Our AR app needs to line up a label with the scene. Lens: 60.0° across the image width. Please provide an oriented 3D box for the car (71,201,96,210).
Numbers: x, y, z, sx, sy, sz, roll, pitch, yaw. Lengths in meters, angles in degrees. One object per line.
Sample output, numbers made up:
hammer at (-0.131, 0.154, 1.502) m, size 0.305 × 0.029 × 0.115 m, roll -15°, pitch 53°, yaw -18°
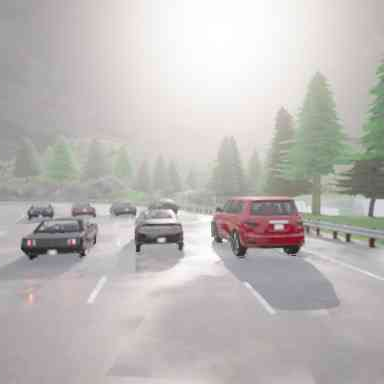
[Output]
car at (-10.078, 1.547, 30.751) m, size 1.994 × 1.385 × 4.181 m, roll 0°, pitch 0°, yaw -23°

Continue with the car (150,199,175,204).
car at (-2.758, 1.433, 31.314) m, size 1.837 × 1.490 × 4.892 m, roll 0°, pitch 0°, yaw -21°

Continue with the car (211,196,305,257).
car at (2.285, 1.167, 12.921) m, size 2.150 × 2.045 × 5.566 m, roll 0°, pitch 0°, yaw -9°

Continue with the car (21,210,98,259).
car at (-4.724, 1.598, 12.610) m, size 1.895 × 1.301 × 4.718 m, roll 0°, pitch 0°, yaw -9°

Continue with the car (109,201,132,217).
car at (-6.522, 1.520, 31.285) m, size 1.994 × 1.385 × 4.181 m, roll 0°, pitch 0°, yaw -22°

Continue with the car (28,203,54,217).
car at (-12.715, 1.610, 28.200) m, size 1.895 × 1.301 × 4.718 m, roll 0°, pitch 0°, yaw -22°

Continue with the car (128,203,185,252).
car at (-1.493, 1.461, 13.982) m, size 2.128 × 1.511 × 4.902 m, roll 0°, pitch 0°, yaw -10°
